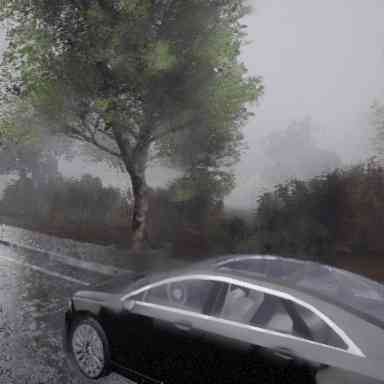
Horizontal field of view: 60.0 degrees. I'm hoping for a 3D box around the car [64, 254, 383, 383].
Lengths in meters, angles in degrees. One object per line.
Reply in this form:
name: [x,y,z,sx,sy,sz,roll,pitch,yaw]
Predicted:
car: [0.474,1.503,3.829,4.902,1.511,2.128,0,0,37]
